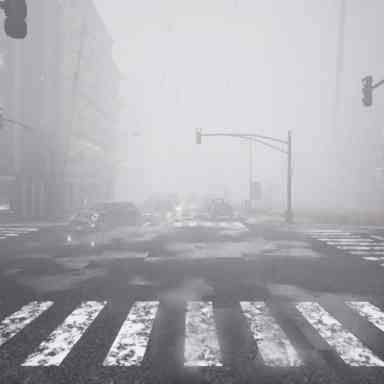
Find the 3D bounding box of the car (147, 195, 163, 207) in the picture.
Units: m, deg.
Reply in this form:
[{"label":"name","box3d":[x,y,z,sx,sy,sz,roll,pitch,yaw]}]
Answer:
[{"label":"car","box3d":[-5.679,1.520,46.877,1.947,1.339,4.313,-1,0,0]}]

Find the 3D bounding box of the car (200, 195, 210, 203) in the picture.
[{"label":"car","box3d":[2.683,1.353,69.490,1.967,1.590,4.097,-1,0,0]}]

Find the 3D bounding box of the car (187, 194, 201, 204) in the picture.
[{"label":"car","box3d":[0.129,1.479,60.369,2.033,1.411,5.357,0,0,0]}]

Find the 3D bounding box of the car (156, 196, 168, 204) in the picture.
[{"label":"car","box3d":[-5.672,1.470,63.814,1.887,1.381,4.507,-1,0,0]}]

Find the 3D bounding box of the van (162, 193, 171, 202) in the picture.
[{"label":"van","box3d":[-5.669,1.242,75.108,1.690,1.788,3.998,-1,0,0]}]

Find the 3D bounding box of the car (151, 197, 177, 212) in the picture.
[{"label":"car","box3d":[-3.082,1.532,37.168,1.994,1.385,4.181,0,0,0]}]

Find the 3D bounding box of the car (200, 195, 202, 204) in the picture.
[{"label":"car","box3d":[2.670,1.490,52.552,1.887,1.381,4.507,-1,0,0]}]

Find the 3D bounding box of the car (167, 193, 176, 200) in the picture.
[{"label":"car","box3d":[-5.662,1.173,92.047,2.192,1.841,5.009,-1,0,0]}]

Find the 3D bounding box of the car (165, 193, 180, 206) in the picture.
[{"label":"car","box3d":[-3.062,1.167,53.191,2.150,2.045,5.566,0,0,0]}]

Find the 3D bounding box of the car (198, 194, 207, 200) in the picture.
[{"label":"car","box3d":[2.721,1.313,86.427,1.967,1.590,4.097,-1,0,0]}]

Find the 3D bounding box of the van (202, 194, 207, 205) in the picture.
[{"label":"van","box3d":[2.665,1.295,46.906,1.690,1.788,3.998,-1,0,0]}]

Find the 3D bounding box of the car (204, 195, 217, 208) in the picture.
[{"label":"car","box3d":[2.661,1.410,35.614,1.967,1.590,4.097,-1,0,0]}]

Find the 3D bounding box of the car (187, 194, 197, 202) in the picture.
[{"label":"car","box3d":[0.061,1.264,70.995,2.097,1.767,4.553,0,0,0]}]

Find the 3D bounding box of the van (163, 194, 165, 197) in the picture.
[{"label":"van","box3d":[-5.680,1.286,52.523,1.690,1.788,3.998,-1,0,0]}]

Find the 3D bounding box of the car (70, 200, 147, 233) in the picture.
[{"label":"car","box3d":[-5.027,1.339,19.881,2.097,1.767,4.553,0,0,27]}]

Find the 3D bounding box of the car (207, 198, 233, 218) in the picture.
[{"label":"car","box3d":[2.660,1.522,29.969,1.887,1.381,4.507,-1,0,0]}]
